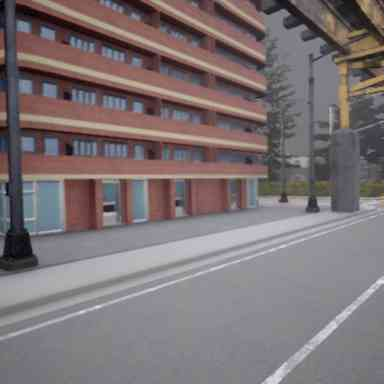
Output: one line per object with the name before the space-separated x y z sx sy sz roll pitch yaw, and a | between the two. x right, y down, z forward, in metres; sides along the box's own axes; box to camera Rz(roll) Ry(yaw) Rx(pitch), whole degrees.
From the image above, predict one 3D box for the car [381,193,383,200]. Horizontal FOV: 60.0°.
car | 20.569 0.210 31.214 1.882 1.535 5.008 -1 1 -37
